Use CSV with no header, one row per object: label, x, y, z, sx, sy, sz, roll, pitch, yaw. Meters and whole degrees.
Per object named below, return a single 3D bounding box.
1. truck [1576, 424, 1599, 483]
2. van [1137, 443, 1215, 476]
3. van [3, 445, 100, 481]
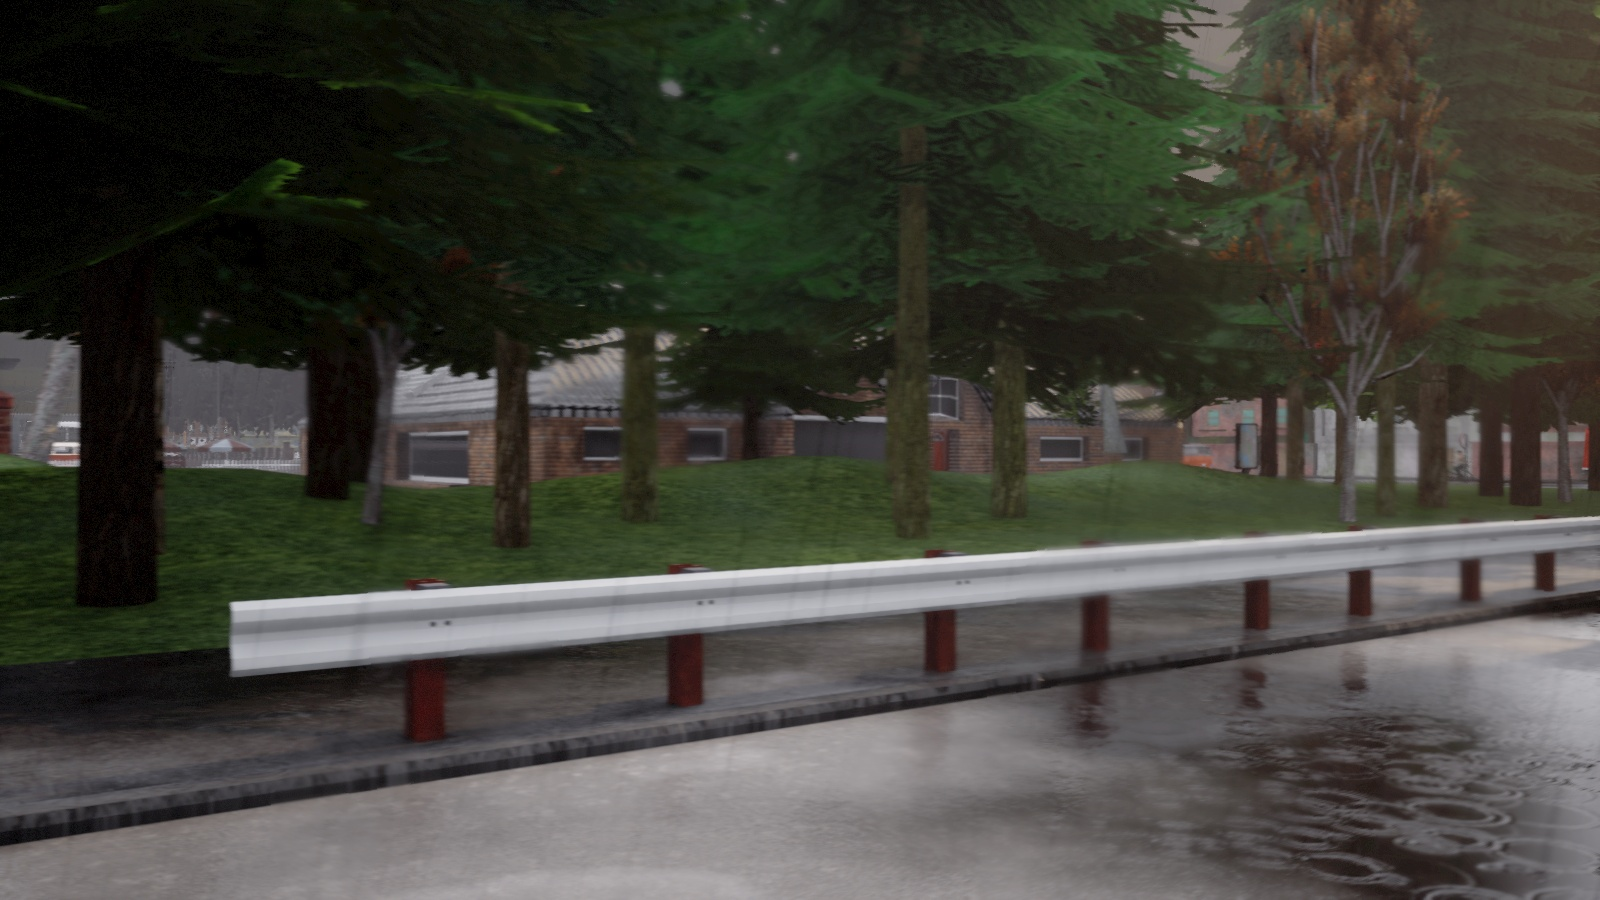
truck,35.863,0.205,52.418,2.627,2.467,5.204,0,2,-35
van,23.217,0.557,77.663,1.775,1.987,4.442,0,0,-35
van,-44.204,0.735,74.269,2.069,2.038,4.480,1,1,27
